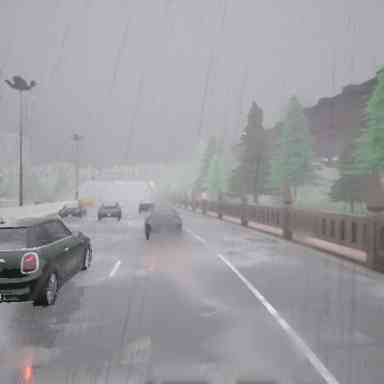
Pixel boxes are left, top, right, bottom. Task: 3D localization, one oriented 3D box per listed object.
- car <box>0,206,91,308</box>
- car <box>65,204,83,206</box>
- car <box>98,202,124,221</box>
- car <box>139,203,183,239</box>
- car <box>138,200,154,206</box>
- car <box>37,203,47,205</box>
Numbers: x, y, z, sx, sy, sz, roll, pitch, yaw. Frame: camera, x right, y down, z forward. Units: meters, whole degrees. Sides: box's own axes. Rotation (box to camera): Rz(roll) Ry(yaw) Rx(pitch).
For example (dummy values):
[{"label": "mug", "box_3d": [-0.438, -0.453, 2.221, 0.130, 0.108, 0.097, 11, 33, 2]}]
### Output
[{"label": "car", "box_3d": [-3.942, 1.400, 8.146, 2.097, 1.767, 4.553, 0, 0, -5]}, {"label": "car", "box_3d": [-10.956, 1.766, 30.983, 1.895, 1.301, 4.718, 0, 0, -10]}, {"label": "car", "box_3d": [-7.049, 1.632, 28.950, 2.128, 1.511, 4.902, 0, 0, -10]}, {"label": "car", "box_3d": [-1.619, 1.566, 17.836, 2.128, 1.511, 4.902, 0, 0, -9]}, {"label": "car", "box_3d": [-5.171, 1.646, 38.432, 1.882, 1.535, 5.008, 0, 0, -10]}, {"label": "car", "box_3d": [-21.116, 1.623, 47.398, 2.097, 1.767, 4.553, 0, 0, -10]}]
